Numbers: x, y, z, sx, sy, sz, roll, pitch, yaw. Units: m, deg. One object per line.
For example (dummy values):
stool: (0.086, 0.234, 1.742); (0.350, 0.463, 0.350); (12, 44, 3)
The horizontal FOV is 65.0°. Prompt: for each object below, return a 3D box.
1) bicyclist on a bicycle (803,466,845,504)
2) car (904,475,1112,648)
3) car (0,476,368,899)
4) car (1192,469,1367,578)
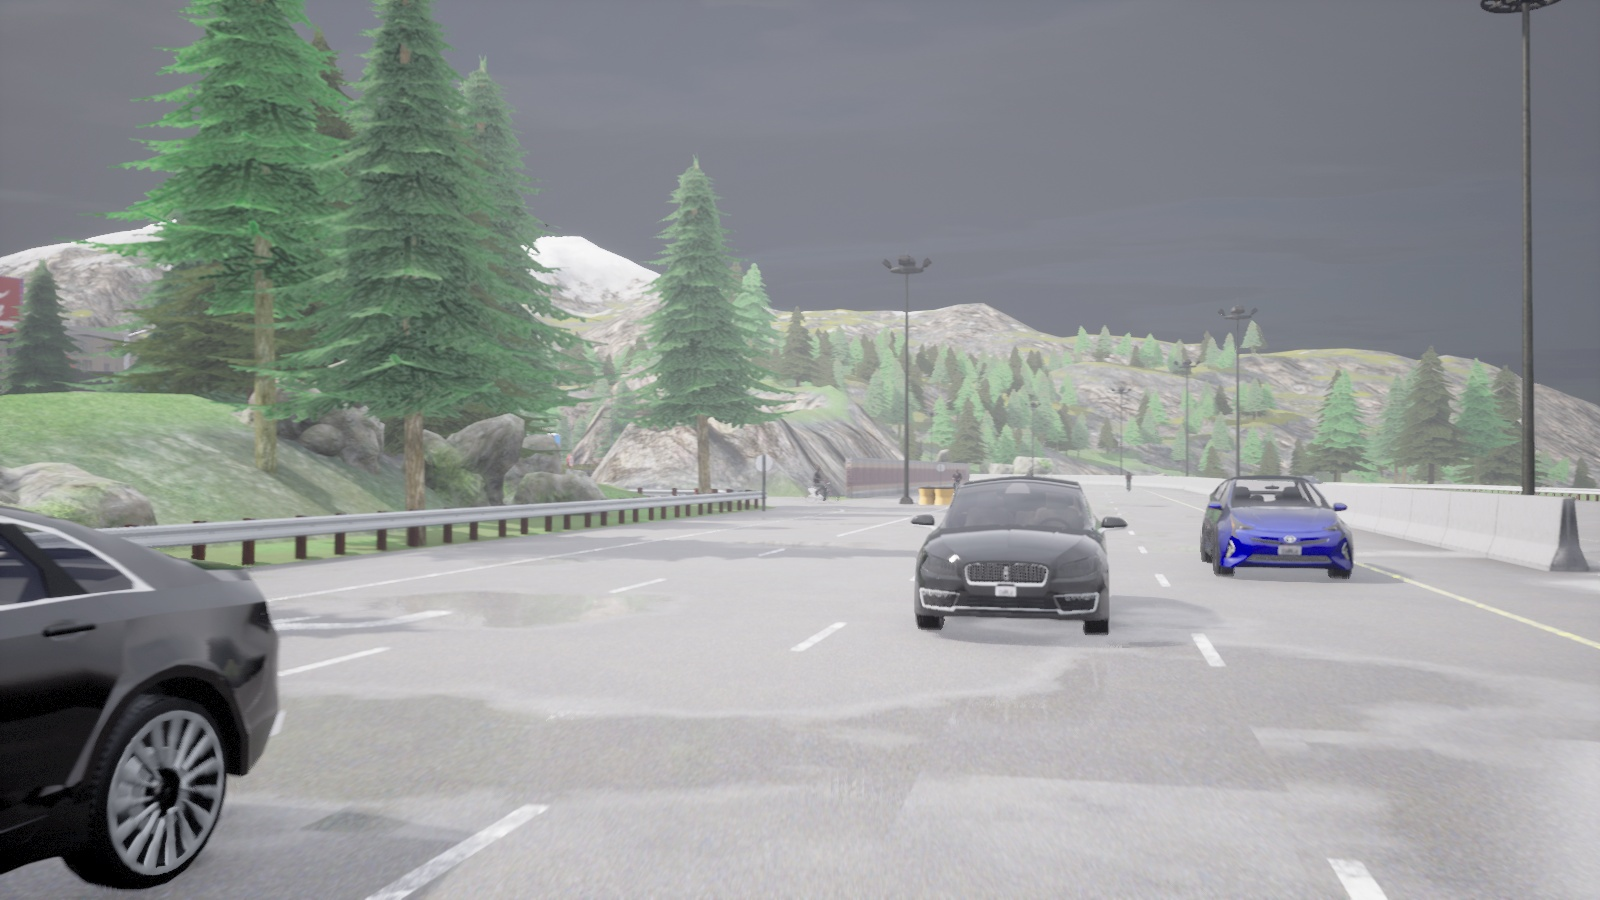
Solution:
bicyclist on a bicycle: (1.125, 1.645, 59.061); (1.843, 1.776, 0.659); (-1, 0, 27)
car: (2.403, 1.039, 13.653); (1.837, 1.490, 4.892); (0, -1, 13)
car: (-3.550, 0.844, 3.543); (2.128, 1.511, 4.902); (0, -1, 13)
car: (7.488, 1.069, 20.045); (2.007, 1.525, 4.514); (0, -1, 13)
